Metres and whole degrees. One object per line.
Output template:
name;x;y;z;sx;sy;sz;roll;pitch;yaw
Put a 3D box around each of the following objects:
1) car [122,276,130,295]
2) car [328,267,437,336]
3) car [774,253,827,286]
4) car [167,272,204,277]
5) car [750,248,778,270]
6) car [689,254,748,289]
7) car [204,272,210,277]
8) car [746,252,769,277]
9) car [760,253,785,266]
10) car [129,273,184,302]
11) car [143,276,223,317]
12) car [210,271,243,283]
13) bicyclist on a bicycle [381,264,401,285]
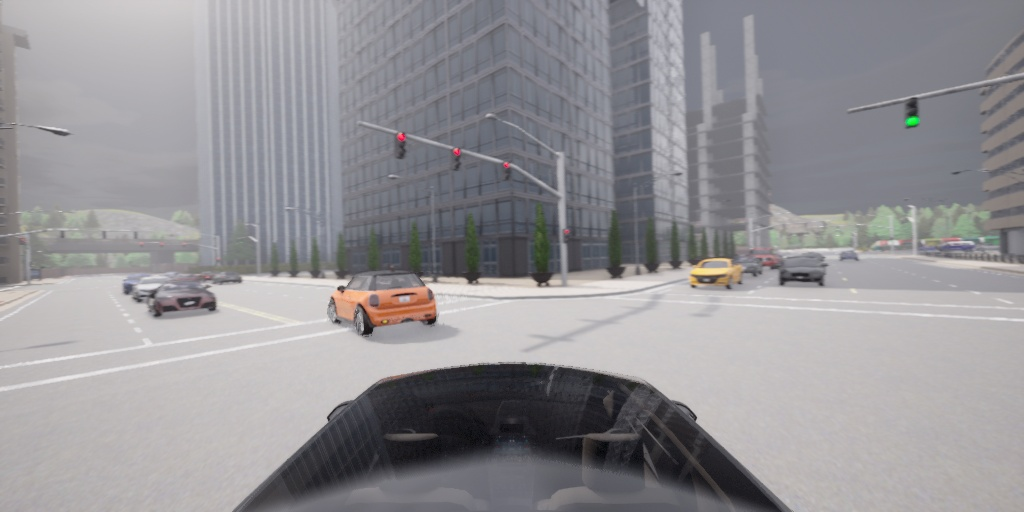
car;-30.605;2.250;29.567;5.008;1.535;1.882;-2;0;41
car;-4.215;1.259;11.294;2.097;1.767;4.553;-2;-1;-39
car;15.840;0.765;19.608;1.837;1.490;4.892;-2;0;41
car;-33.769;2.445;37.038;4.181;1.385;1.994;-2;0;41
car;23.855;0.254;34.224;2.150;2.045;5.566;-2;0;41
car;11.243;0.881;19.644;1.882;1.535;5.008;-2;0;41
car;-38.170;2.631;45.311;4.718;1.301;1.895;-2;0;40
car;17.394;0.714;26.777;2.128;1.511;4.902;-2;0;41
car;30.280;0.409;41.618;1.994;1.385;4.181;-2;0;41
car;-22.678;2.042;22.809;4.674;1.442;1.812;-2;0;40
car;-14.934;1.830;16.198;4.181;1.385;1.994;-2;0;40
car;-31.432;2.377;39.639;4.181;1.385;1.994;-2;0;41
bicyclist on a bicycle;-9.082;1.401;26.945;0.582;1.620;1.656;-2;0;40
